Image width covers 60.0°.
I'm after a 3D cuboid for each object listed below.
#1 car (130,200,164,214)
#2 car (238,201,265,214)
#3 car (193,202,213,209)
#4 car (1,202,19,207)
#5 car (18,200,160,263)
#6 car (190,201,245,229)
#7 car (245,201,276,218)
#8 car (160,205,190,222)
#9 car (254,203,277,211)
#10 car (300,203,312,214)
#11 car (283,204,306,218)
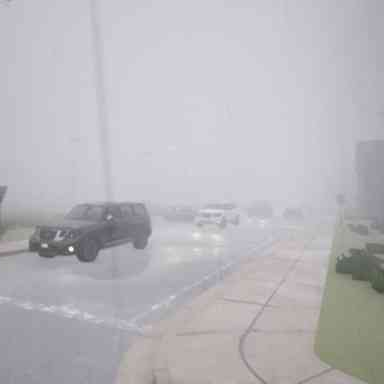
[{"bbox_3d":[-6.730,2.162,49.342,4.605,1.855,1.932,0,-1,24],"label":"car"},{"bbox_3d":[9.534,2.434,53.204,3.866,1.878,1.905,0,-1,24],"label":"car"},{"bbox_3d":[2.312,2.868,69.913,3.905,1.438,1.784,0,-1,24],"label":"car"},{"bbox_3d":[-23.369,2.042,44.671,5.008,1.535,1.882,0,-1,15],"label":"car"},{"bbox_3d":[-3.712,1.431,13.417,2.150,2.045,5.566,0,0,24],"label":"car"},{"bbox_3d":[2.175,1.758,26.675,2.150,2.045,5.566,0,-1,25],"label":"car"},{"bbox_3d":[8.396,2.095,40.692,2.150,2.045,5.566,0,-1,24],"label":"car"},{"bbox_3d":[-0.383,2.067,31.125,4.611,1.667,2.242,0,-1,24],"label":"car"},{"bbox_3d":[14.536,2.921,65.729,4.193,1.474,1.816,0,-1,24],"label":"car"},{"bbox_3d":[18.539,2.607,54.584,2.097,1.767,4.553,0,-1,24],"label":"car"},{"bbox_3d":[12.618,2.533,41.184,1.895,1.301,4.718,0,-1,24],"label":"car"}]
